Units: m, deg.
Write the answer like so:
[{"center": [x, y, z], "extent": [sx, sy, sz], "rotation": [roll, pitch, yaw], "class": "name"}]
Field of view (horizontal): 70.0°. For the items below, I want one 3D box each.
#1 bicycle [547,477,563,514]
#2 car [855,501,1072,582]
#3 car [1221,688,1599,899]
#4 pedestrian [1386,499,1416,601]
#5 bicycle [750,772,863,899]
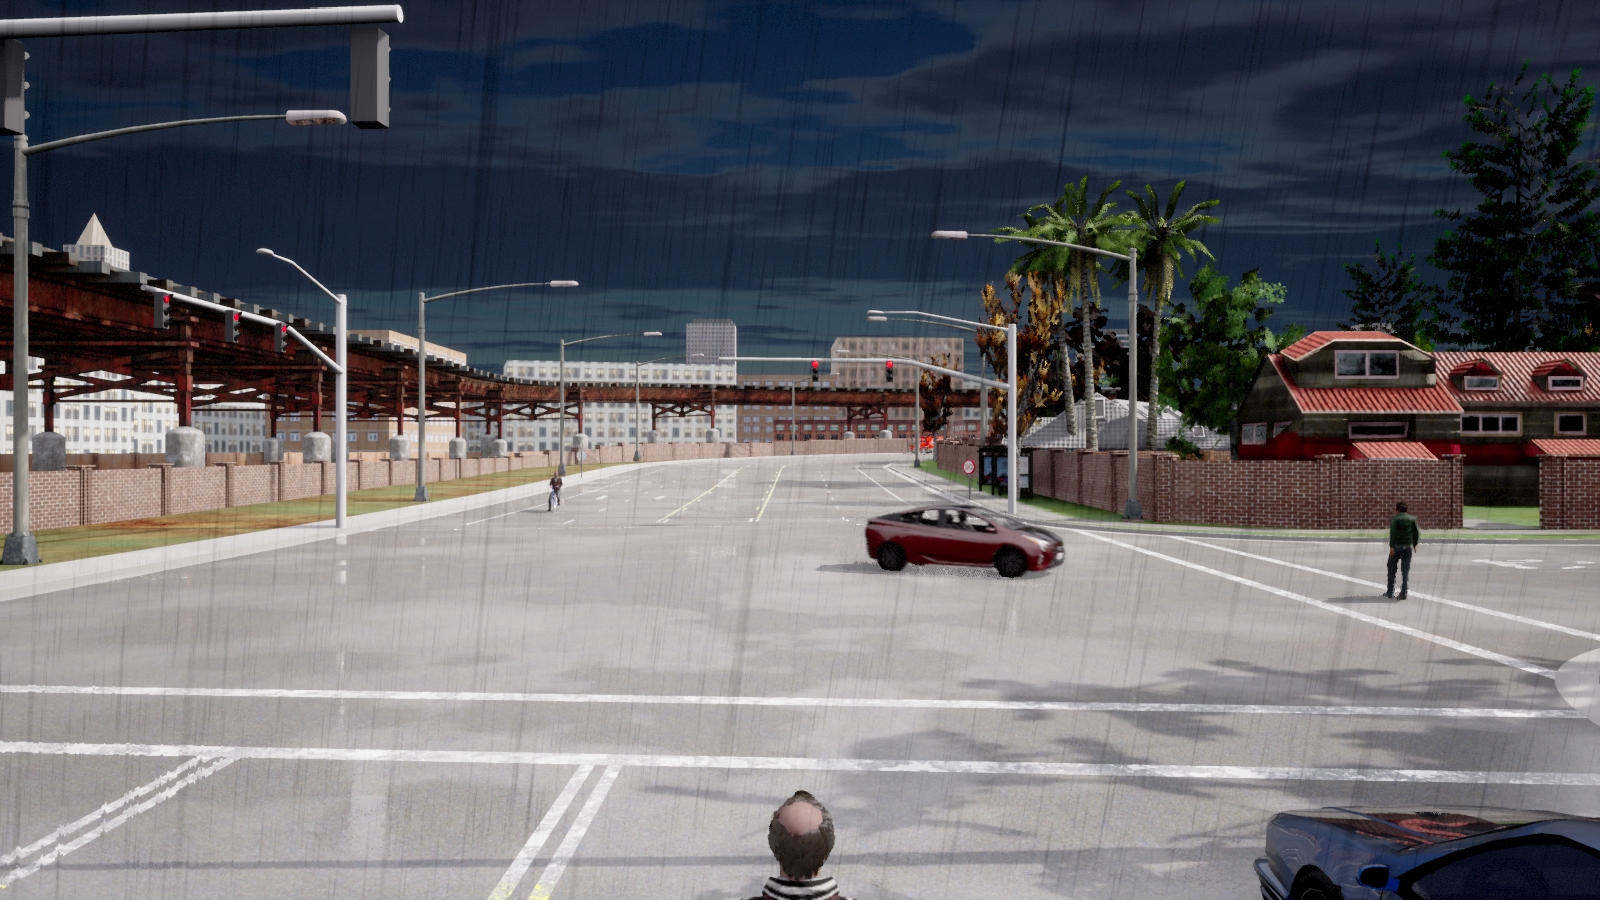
[{"center": [-10.519, 1.934, 49.111], "extent": [0.329, 1.496, 1.835], "rotation": [0, 0, 0], "class": "bicycle"}, {"center": [3.721, 2.024, 26.149], "extent": [4.514, 1.525, 2.007], "rotation": [0, 0, 28], "class": "car"}, {"center": [3.467, 2.106, 4.038], "extent": [2.033, 1.411, 5.357], "rotation": [0, 0, 1], "class": "car"}, {"center": [11.132, 1.848, 21.168], "extent": [0.375, 1.860, 0.375], "rotation": [0, 0, 8], "class": "pedestrian"}, {"center": [0.019, 2.048, 3.681], "extent": [0.329, 1.496, 1.835], "rotation": [0, 0, 0], "class": "bicycle"}]
